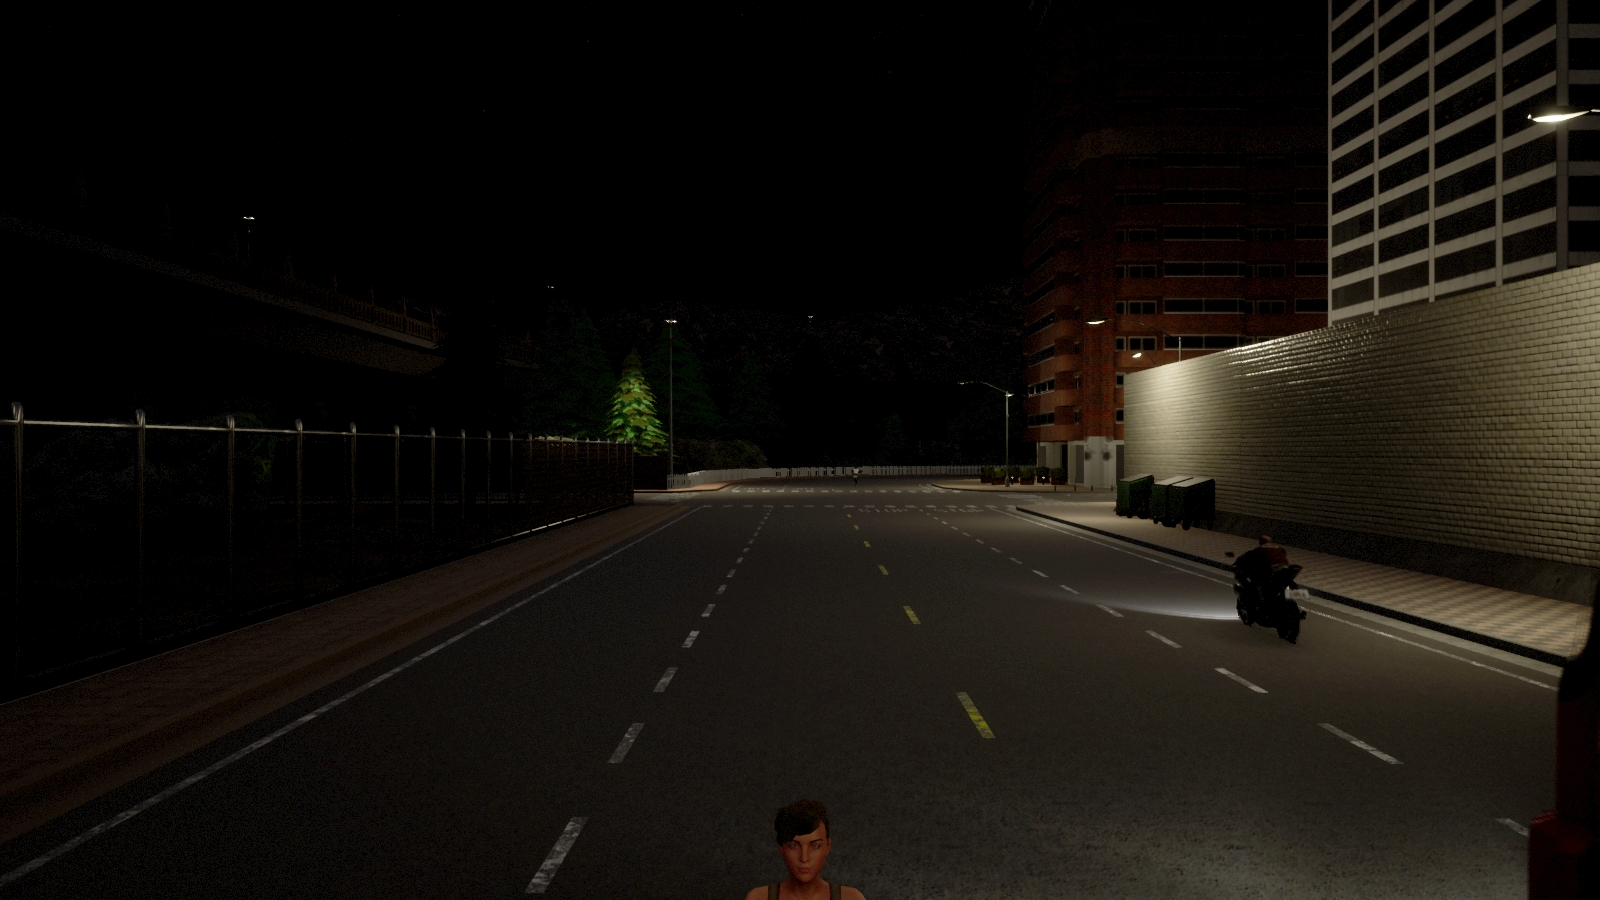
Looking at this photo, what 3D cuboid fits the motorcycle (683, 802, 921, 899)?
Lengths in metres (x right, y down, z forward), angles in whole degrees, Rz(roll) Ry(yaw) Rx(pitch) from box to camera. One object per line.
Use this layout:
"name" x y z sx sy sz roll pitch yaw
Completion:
"motorcycle" 0.006 2.099 3.507 0.764 1.307 2.356 0 0 0

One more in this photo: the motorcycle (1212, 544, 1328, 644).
"motorcycle" 7.130 2.149 17.463 0.867 1.251 2.209 0 0 0

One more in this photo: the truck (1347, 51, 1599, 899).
"truck" 4.290 0.835 0.240 2.891 3.827 8.468 0 0 -13
